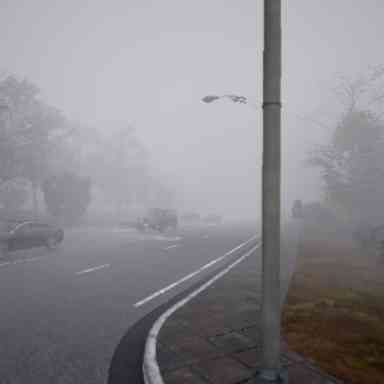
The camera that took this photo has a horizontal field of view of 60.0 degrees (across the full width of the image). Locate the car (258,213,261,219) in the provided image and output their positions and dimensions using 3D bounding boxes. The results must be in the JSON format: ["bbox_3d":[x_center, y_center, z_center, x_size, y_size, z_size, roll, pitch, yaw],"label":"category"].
[{"bbox_3d":[16.608,5.458,76.519,2.128,1.511,4.902,0,-3,24],"label":"car"}]

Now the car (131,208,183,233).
[{"bbox_3d":[-2.986,2.508,30.226,2.150,2.045,5.566,0,-3,18],"label":"car"}]

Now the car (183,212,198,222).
[{"bbox_3d":[-0.377,3.672,49.718,1.895,1.301,4.718,0,-3,18],"label":"car"}]

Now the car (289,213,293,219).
[{"bbox_3d":[24.294,5.988,84.584,2.033,1.411,5.357,0,-3,28],"label":"car"}]

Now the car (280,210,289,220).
[{"bbox_3d":[19.740,5.137,74.942,2.150,2.045,5.566,0,-3,24],"label":"car"}]

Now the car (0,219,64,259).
[{"bbox_3d":[-7.992,2.022,15.096,2.128,1.511,4.902,0,-3,19],"label":"car"}]

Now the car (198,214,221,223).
[{"bbox_3d":[2.965,3.858,48.680,2.033,1.411,5.357,0,-3,18],"label":"car"}]

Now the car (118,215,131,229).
[{"bbox_3d":[-5.484,2.964,33.919,2.033,1.411,5.357,0,-3,18],"label":"car"}]
